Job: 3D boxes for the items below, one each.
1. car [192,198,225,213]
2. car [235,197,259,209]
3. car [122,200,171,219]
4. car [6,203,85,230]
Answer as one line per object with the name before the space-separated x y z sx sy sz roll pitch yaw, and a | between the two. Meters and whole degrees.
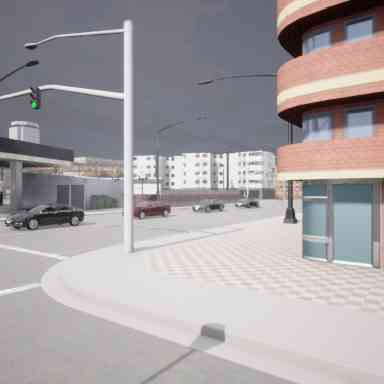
car | 1.909 1.491 37.417 2.128 1.511 4.902 0 0 35
car | 7.625 1.492 45.664 2.128 1.511 4.902 0 0 35
car | -3.887 1.478 29.021 1.882 1.535 5.008 0 0 34
car | -9.211 1.505 21.241 1.837 1.490 4.892 0 0 34
